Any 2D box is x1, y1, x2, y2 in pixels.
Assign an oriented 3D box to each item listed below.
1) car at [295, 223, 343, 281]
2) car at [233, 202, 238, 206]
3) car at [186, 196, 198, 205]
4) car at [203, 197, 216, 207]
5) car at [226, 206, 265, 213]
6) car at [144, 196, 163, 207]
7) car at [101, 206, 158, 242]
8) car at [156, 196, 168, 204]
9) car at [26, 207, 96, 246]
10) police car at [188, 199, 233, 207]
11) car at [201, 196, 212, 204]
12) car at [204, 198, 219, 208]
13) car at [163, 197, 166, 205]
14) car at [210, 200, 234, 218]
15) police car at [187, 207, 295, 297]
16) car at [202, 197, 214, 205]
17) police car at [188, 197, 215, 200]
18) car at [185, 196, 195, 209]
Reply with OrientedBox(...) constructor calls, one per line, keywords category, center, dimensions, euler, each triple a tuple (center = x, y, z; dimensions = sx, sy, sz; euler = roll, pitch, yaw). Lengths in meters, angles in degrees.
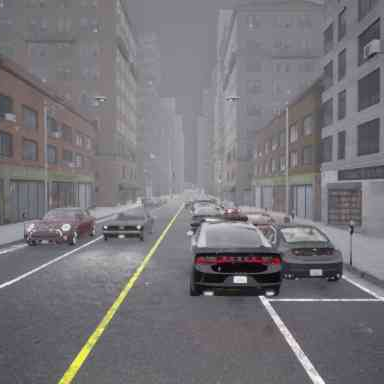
OrientedBox(category="car", center=(2.748, 1.549, 9.550), dimensions=(2.008, 1.369, 4.403), euler=(-1, 0, 0))
OrientedBox(category="car", center=(2.743, 1.441, 26.066), dimensions=(1.967, 1.590, 4.097), euler=(-1, 0, 0))
OrientedBox(category="car", center=(-0.015, 1.510, 58.960), dimensions=(2.128, 1.511, 4.902), euler=(0, 0, 0))
OrientedBox(category="car", center=(2.738, 1.559, 53.591), dimensions=(1.887, 1.381, 4.507), euler=(-1, 0, 0))
OrientedBox(category="car", center=(2.747, 1.544, 15.055), dimensions=(1.887, 1.381, 4.507), euler=(-1, 0, 0))
OrientedBox(category="car", center=(-5.787, 1.451, 48.084), dimensions=(1.967, 1.590, 4.097), euler=(-1, 0, 0))
OrientedBox(category="car", center=(-3.006, 1.600, 16.458), dimensions=(1.895, 1.301, 4.718), euler=(0, 0, 0))
OrientedBox(category="car", center=(-5.789, 1.567, 64.600), dimensions=(1.887, 1.381, 4.507), euler=(-1, 0, 0))
OrientedBox(category="car", center=(-5.780, 1.439, 15.053), dimensions=(1.967, 1.590, 4.097), euler=(-1, 0, 0))
OrientedBox(category="police car", center=(0.890, 1.425, 18.762), dimensions=(1.930, 1.638, 5.238), euler=(0, 0, 0))
OrientedBox(category="car", center=(2.736, 1.567, 64.602), dimensions=(1.887, 1.381, 4.507), euler=(-1, 0, 0))
OrientedBox(category="car", center=(2.740, 1.577, 48.086), dimensions=(1.947, 1.339, 4.313), euler=(-1, 0, 0))
OrientedBox(category="car", center=(-5.787, 1.580, 53.590), dimensions=(1.947, 1.339, 4.313), euler=(-1, 0, 0))
OrientedBox(category="car", center=(2.743, 1.548, 31.571), dimensions=(1.887, 1.381, 4.507), euler=(-1, 0, 0))
OrientedBox(category="police car", center=(0.896, 1.424, 8.761), dimensions=(1.930, 1.638, 5.238), euler=(0, 0, 0))
OrientedBox(category="car", center=(2.737, 1.563, 59.096), dimensions=(1.887, 1.381, 4.507), euler=(-1, 0, 0))
OrientedBox(category="police car", center=(0.892, 1.426, 24.762), dimensions=(1.930, 1.638, 5.238), euler=(0, 0, 0))
OrientedBox(category="car", center=(-0.001, 1.535, 45.195), dimensions=(1.812, 1.442, 4.674), euler=(0, 0, 0))
